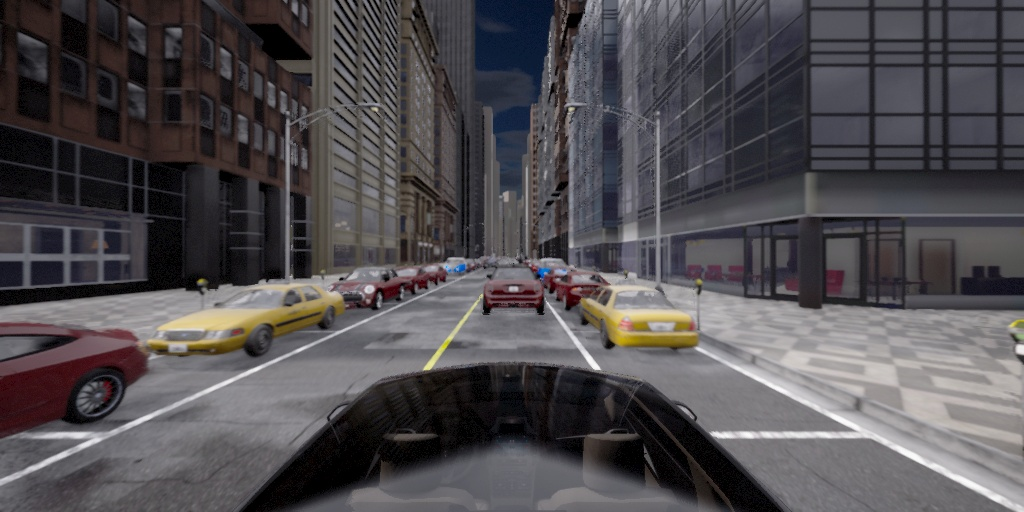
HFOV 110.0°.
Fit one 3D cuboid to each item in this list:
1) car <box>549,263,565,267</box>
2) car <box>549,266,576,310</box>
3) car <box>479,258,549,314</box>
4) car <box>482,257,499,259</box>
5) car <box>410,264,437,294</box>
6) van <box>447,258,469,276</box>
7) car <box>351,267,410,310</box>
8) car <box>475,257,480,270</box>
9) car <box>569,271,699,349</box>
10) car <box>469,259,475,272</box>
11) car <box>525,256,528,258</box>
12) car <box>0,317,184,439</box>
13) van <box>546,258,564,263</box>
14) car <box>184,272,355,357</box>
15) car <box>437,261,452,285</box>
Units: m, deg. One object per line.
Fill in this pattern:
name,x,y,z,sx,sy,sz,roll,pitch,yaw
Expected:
car,2.762,1.283,19.978,1.888,1.381,4.507,0,0,0
car,2.762,1.287,14.376,1.888,1.381,4.507,0,0,0
car,0.066,1.093,13.821,2.097,1.767,4.553,0,0,0
car,-3.076,1.280,52.804,1.994,1.385,4.181,0,0,0
car,-5.764,1.282,19.968,1.888,1.381,4.507,0,0,0
van,-5.765,1.067,36.775,1.690,1.789,3.998,0,0,0
car,-5.763,1.181,14.367,1.967,1.591,4.097,0,0,0
car,-5.766,1.159,47.978,1.967,1.591,4.097,0,0,0
car,2.763,1.271,8.944,1.751,1.417,4.829,0,0,0
car,-5.766,1.304,42.376,1.802,1.307,4.207,0,0,0
car,2.760,1.163,42.387,1.967,1.591,4.097,0,0,0
car,-5.762,1.331,3.163,1.802,1.307,4.207,0,0,0
van,2.761,1.075,25.580,1.690,1.789,3.998,0,0,0
car,-5.763,1.270,8.595,1.751,1.417,4.829,0,0,0
car,-5.764,1.279,25.571,1.888,1.381,4.507,0,0,0
